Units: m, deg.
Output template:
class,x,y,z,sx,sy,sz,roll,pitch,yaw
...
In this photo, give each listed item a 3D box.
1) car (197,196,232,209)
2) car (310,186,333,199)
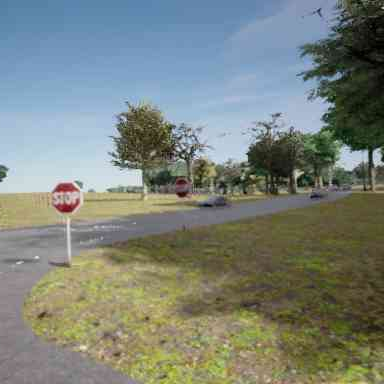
class,x,y,z,sx,sy,sz,roll,pitch,yaw
car,2.643,1.192,38.350,2.033,1.411,5.357,-3,-1,34
car,19.475,0.237,50.773,2.033,1.411,5.357,-3,0,32
